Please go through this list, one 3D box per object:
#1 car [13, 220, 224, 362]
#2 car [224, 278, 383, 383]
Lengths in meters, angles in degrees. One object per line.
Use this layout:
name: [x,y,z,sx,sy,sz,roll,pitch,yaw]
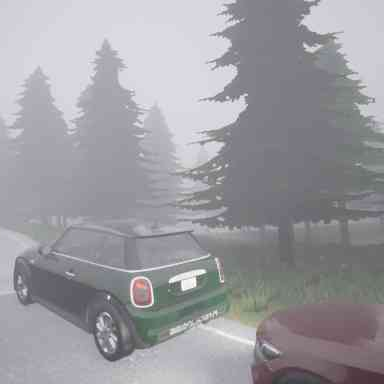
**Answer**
car: [-1.577,1.309,6.208,4.553,1.767,2.097,1,1,44]
car: [2.756,1.532,2.592,4.674,1.442,1.812,1,0,36]
